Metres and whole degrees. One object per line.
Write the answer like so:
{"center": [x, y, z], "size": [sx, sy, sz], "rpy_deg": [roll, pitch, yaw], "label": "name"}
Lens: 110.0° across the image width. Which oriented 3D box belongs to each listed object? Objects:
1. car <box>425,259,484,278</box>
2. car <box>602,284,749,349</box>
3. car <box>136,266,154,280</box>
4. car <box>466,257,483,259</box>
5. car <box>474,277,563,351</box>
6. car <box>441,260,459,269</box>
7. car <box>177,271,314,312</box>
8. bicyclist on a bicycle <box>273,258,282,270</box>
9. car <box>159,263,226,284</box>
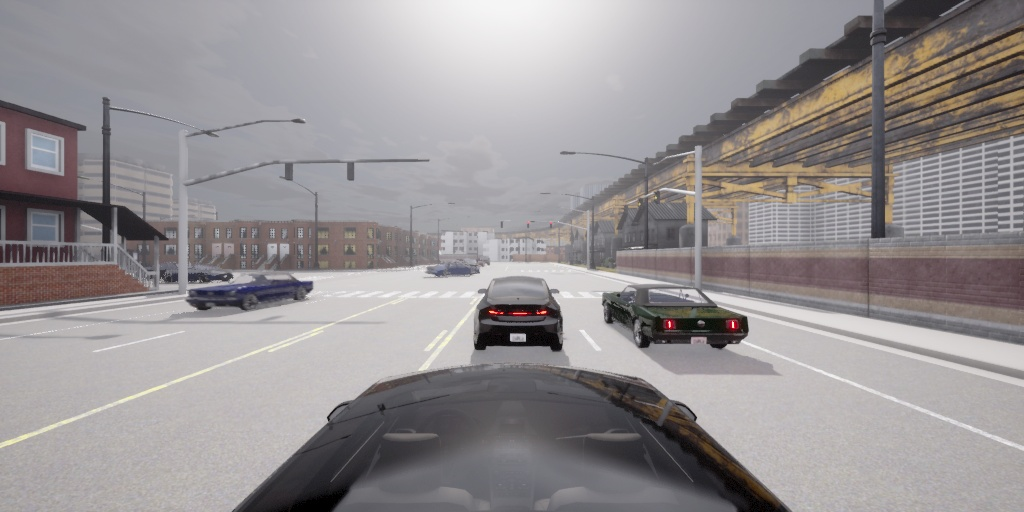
{"center": [-5.697, 1.297, 34.743], "size": [5.357, 1.411, 2.033], "rpy_deg": [0, 0, -42], "label": "car"}
{"center": [3.667, 1.351, 9.155], "size": [1.895, 1.301, 4.718], "rpy_deg": [0, 0, 1], "label": "car"}
{"center": [-28.258, 1.297, 30.168], "size": [5.357, 1.411, 2.033], "rpy_deg": [0, 0, 1], "label": "car"}
{"center": [-6.307, 1.297, 56.936], "size": [2.033, 1.411, 5.357], "rpy_deg": [0, 0, 1], "label": "car"}
{"center": [0.161, 1.255, 9.015], "size": [1.837, 1.490, 4.892], "rpy_deg": [0, 0, 1], "label": "car"}
{"center": [-9.814, 1.351, 56.664], "size": [1.895, 1.301, 4.718], "rpy_deg": [0, 0, 2], "label": "car"}
{"center": [-10.201, 1.351, 14.441], "size": [1.895, 1.301, 4.718], "rpy_deg": [0, 0, 2], "label": "car"}
{"center": [-30.543, 1.050, 46.686], "size": [0.582, 1.620, 1.656], "rpy_deg": [0, 0, 1], "label": "bicyclist on a bicycle"}
{"center": [-23.127, 1.314, 26.538], "size": [4.181, 1.385, 1.994], "rpy_deg": [0, 0, 3], "label": "car"}
